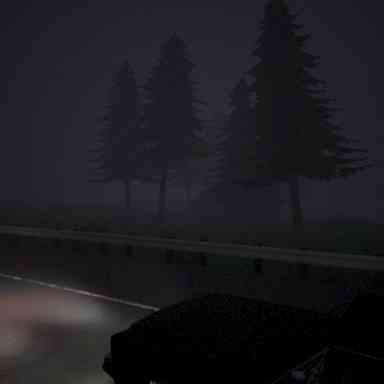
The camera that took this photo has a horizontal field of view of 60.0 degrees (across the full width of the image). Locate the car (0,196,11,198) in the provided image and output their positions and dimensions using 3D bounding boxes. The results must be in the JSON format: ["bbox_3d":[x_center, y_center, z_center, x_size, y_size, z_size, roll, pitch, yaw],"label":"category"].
[{"bbox_3d":[-36.977,1.525,61.921,2.128,1.511,4.902,0,0,17],"label":"car"}]

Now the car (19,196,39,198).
[{"bbox_3d":[-34.917,1.540,73.282,2.033,1.411,5.357,0,0,6],"label":"car"}]

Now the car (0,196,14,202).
[{"bbox_3d":[-41.889,1.595,73.858,1.895,1.301,4.718,0,0,6],"label":"car"}]

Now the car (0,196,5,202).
[{"bbox_3d":[-45.208,1.552,76.384,1.994,1.385,4.181,0,0,6],"label":"car"}]

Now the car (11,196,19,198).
[{"bbox_3d":[-38.496,1.525,72.547,2.128,1.511,4.902,0,0,6],"label":"car"}]

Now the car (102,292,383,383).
[{"bbox_3d":[1.441,1.601,2.740,4.718,1.301,1.895,0,0,35],"label":"car"}]
